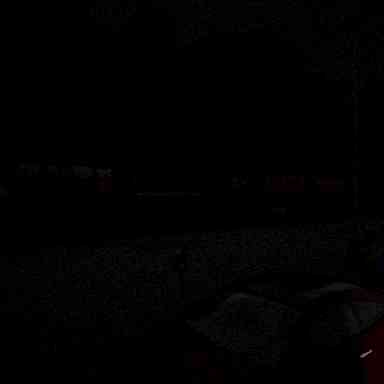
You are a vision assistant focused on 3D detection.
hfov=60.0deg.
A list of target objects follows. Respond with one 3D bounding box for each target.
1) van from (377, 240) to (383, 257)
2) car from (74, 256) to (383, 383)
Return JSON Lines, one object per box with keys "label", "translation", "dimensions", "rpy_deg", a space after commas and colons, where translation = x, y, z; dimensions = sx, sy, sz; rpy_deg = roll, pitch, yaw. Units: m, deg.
{"label": "van", "translation": [5.339, 1.371, 6.632], "dimensions": [3.998, 1.788, 1.690], "rpy_deg": [0, 0, -36]}
{"label": "car", "translation": [0.894, 1.592, 3.453], "dimensions": [4.206, 1.307, 1.802], "rpy_deg": [0, 0, -36]}
